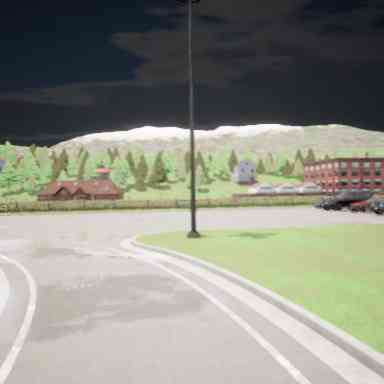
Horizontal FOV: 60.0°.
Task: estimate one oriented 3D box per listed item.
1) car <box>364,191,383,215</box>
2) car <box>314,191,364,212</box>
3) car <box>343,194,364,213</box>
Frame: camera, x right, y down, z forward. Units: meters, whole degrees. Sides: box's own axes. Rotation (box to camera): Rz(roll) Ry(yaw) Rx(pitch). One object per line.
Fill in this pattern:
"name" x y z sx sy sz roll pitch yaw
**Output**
"car" 17.512 0.896 27.127 5.566 2.045 2.150 -1 0 -8
"car" 15.935 0.910 33.971 5.566 2.045 2.150 -1 0 -8
"car" 16.994 1.157 30.585 5.008 1.535 1.882 -1 0 -8
